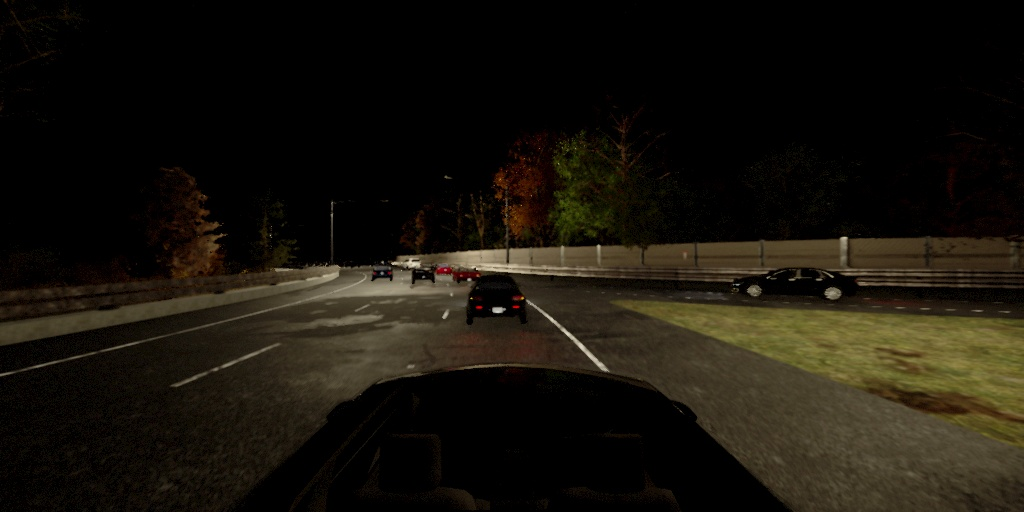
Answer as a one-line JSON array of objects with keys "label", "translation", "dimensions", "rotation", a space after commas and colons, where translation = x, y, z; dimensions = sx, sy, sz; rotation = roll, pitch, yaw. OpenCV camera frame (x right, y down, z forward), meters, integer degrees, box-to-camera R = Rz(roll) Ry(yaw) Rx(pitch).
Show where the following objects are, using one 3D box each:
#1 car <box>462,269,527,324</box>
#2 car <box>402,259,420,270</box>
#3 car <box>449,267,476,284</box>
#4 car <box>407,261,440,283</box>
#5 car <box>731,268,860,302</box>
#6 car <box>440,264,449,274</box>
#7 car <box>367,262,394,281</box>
[{"label": "car", "translation": [-0.551, 1.352, 12.261], "dimensions": [1.812, 1.442, 4.674], "rotation": [0, 0, -4]}, {"label": "car", "translation": [-17.000, 1.454, 60.720], "dimensions": [2.150, 2.045, 5.566], "rotation": [0, -1, -32]}, {"label": "car", "translation": [-3.865, 1.564, 29.916], "dimensions": [1.895, 1.301, 4.718], "rotation": [0, 0, -15]}, {"label": "car", "translation": [-7.633, 1.476, 30.800], "dimensions": [2.128, 1.511, 4.902], "rotation": [0, 0, -15]}, {"label": "car", "translation": [13.360, 1.307, 17.249], "dimensions": [4.892, 1.490, 1.837], "rotation": [-1, -1, 29]}, {"label": "car", "translation": [-8.657, 1.647, 44.365], "dimensions": [1.994, 1.385, 4.181], "rotation": [0, -1, -22]}, {"label": "car", "translation": [-12.070, 1.570, 33.585], "dimensions": [2.033, 1.411, 5.357], "rotation": [0, 0, -18]}]
